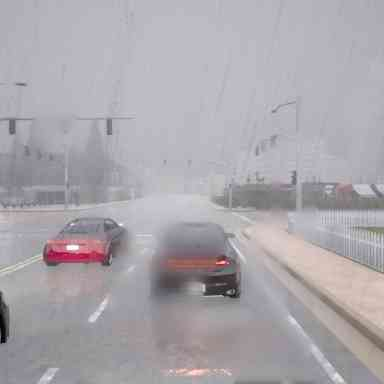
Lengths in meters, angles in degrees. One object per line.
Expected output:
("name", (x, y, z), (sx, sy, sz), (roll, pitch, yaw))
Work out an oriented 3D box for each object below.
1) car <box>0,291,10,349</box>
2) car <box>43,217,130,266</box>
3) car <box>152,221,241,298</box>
("car", (-3.408, 1.492, 2.609), (2.128, 1.511, 4.902), (0, 0, 0))
("car", (-3.416, 1.564, 11.517), (1.994, 1.385, 4.181), (0, 0, 0))
("car", (0.088, 1.505, 8.478), (1.837, 1.490, 4.892), (0, 0, 0))
